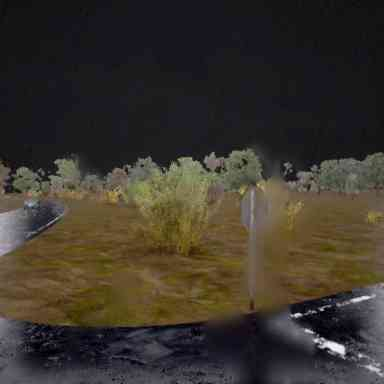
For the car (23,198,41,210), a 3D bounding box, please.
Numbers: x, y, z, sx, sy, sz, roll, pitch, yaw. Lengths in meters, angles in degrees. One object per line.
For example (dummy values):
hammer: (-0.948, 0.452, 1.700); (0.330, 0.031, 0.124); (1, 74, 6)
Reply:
car: (-22.379, 1.629, 46.691); (2.128, 1.511, 4.902); (0, 0, -19)
